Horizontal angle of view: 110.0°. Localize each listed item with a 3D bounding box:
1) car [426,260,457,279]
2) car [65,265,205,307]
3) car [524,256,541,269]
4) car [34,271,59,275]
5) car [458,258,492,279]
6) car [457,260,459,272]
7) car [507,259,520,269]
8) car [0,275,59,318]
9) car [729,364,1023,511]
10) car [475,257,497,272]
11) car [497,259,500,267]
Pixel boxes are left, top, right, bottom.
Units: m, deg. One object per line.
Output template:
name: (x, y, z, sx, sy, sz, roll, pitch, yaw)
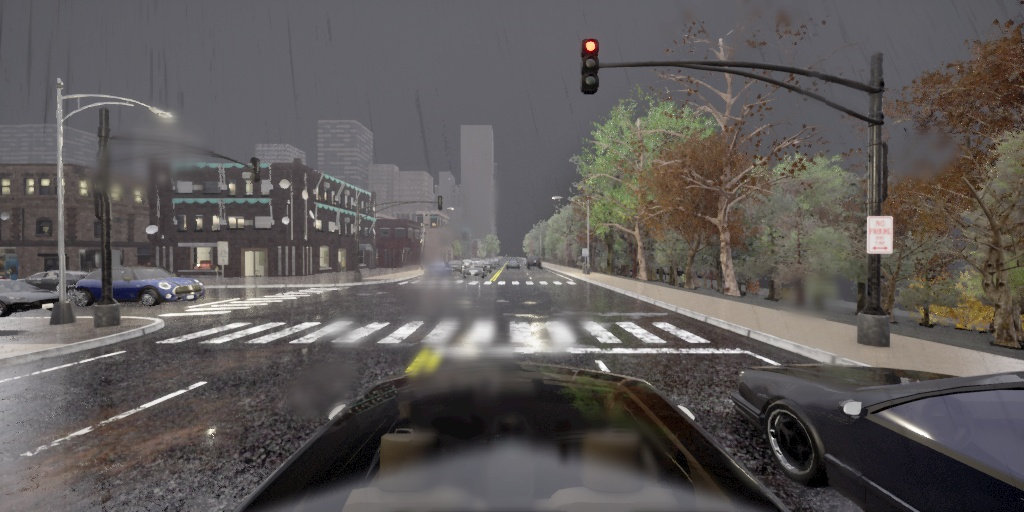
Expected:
car: (-6.552, 1.266, 33.022, 1.812, 1.442, 4.674, 0, 0, 0)
car: (-16.782, 1.288, 16.301, 4.553, 1.767, 2.097, -1, 1, 2)
car: (3.425, 0.952, 56.609, 2.150, 2.045, 5.566, 0, 0, 0)
car: (-28.252, 1.560, 22.249, 4.403, 1.370, 2.007, 0, 0, 0)
car: (-3.300, 1.232, 33.009, 2.128, 1.511, 4.902, 0, 0, 0)
car: (-6.537, 1.241, 42.282, 1.837, 1.490, 4.892, 0, 0, 0)
car: (0.175, 1.294, 56.379, 1.994, 1.385, 4.181, 0, 0, 0)
car: (-19.930, 1.565, 13.725, 4.313, 1.339, 1.948, 0, 0, 0)
car: (3.350, 1.297, 1.544, 2.033, 1.411, 5.357, 0, 0, 0)
car: (-3.285, 1.228, 42.414, 2.128, 1.511, 4.902, 0, 0, 0)
car: (-3.267, 1.223, 52.820, 2.128, 1.511, 4.902, 0, 0, 0)
